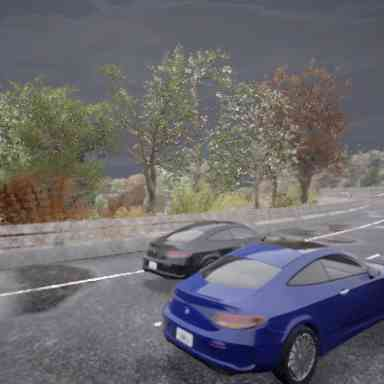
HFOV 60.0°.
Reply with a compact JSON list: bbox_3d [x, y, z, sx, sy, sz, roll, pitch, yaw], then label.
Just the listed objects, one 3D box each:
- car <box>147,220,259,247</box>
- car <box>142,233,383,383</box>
[{"bbox_3d":[0.880,1.510,9.117,4.674,1.442,1.812,0,0,-39],"label":"car"},{"bbox_3d":[1.724,1.509,5.305,4.674,1.442,1.812,0,0,-38],"label":"car"}]
